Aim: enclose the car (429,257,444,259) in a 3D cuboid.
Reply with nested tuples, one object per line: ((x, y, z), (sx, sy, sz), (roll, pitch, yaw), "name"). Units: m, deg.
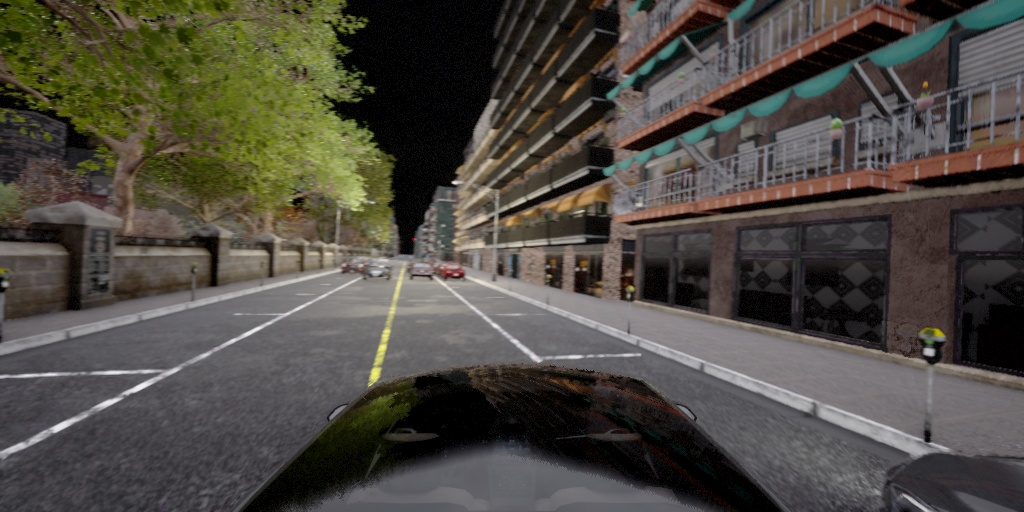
((-8.238, 1.205, 41.293), (1.967, 1.591, 4.097), (0, 0, -16), "car")

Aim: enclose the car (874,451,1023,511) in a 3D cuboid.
((3.449, 1.423, 0.272), (1.812, 1.442, 4.674), (3, -1, -16), "car")

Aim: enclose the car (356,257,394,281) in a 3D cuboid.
((-10.018, 1.024, 27.010), (2.128, 1.511, 4.902), (3, -1, -16), "car")

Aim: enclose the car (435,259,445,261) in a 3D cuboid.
((-6.657, 1.327, 35.890), (1.888, 1.381, 4.507), (0, 0, -16), "car")

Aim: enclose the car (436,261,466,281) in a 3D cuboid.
((-5.075, 1.345, 30.487), (1.888, 1.381, 4.507), (0, 0, -16), "car")

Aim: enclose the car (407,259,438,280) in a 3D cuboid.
((-7.606, 1.223, 29.990), (2.033, 1.411, 5.357), (3, -1, -16), "car")

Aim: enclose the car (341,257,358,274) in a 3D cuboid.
((-14.691, 0.822, 33.538), (1.967, 1.591, 4.097), (0, 0, -16), "car")
